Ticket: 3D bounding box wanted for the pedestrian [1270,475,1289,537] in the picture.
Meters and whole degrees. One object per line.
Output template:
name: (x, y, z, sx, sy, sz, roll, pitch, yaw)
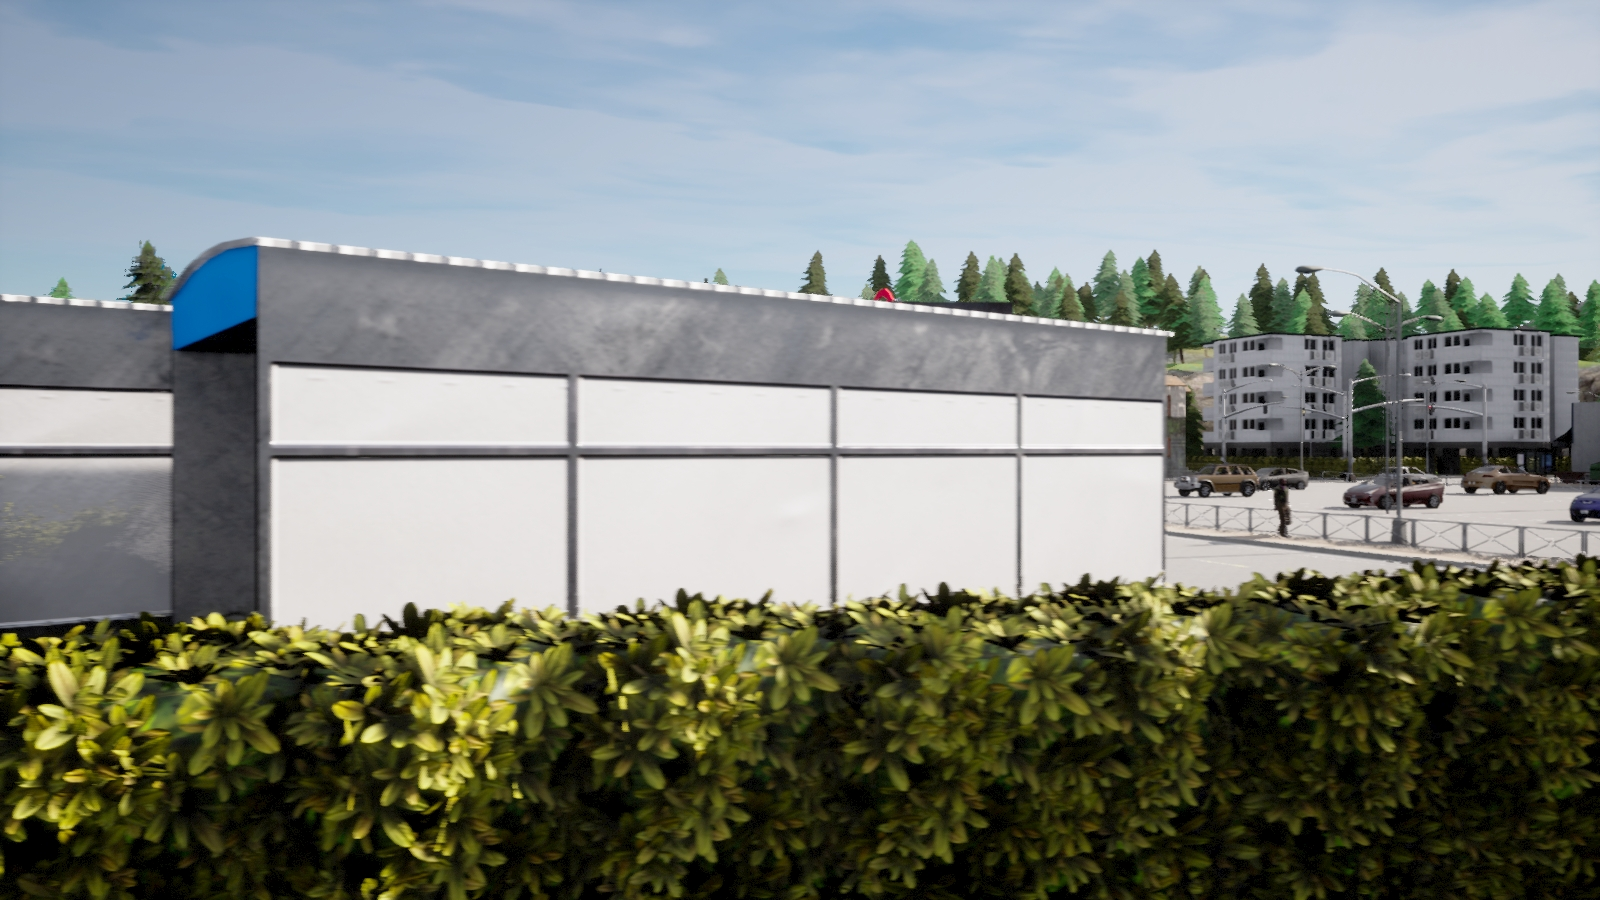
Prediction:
pedestrian: (14.468, 1.690, 34.448, 0.375, 1.860, 0.375, 0, 0, -19)
